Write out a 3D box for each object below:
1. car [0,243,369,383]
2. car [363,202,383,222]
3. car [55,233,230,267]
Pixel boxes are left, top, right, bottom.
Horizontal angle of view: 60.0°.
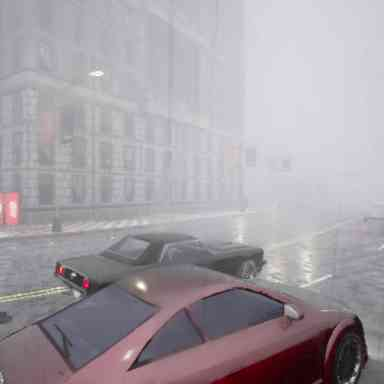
[{"bbox_3d":[0.151,1.561,3.704,4.181,1.385,1.994,0,0,-37],"label":"car"},{"bbox_3d":[14.345,1.516,25.340,1.812,1.442,4.674,0,-1,36],"label":"car"},{"bbox_3d":[-0.422,1.595,7.551,4.718,1.301,1.895,0,0,-40],"label":"car"}]
